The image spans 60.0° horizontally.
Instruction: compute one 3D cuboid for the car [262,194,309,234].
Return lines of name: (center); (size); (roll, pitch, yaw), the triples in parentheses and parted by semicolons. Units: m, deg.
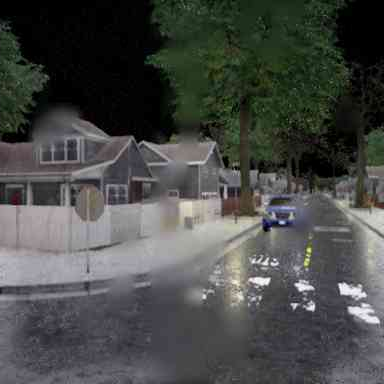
car: (5.489, 1.163, 19.249); (2.150, 2.045, 5.566); (0, 0, 21)
